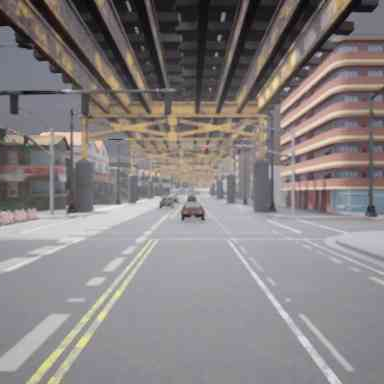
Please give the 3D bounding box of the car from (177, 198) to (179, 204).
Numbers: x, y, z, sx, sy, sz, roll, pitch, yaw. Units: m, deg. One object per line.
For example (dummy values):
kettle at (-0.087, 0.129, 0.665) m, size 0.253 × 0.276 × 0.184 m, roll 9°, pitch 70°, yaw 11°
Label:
car at (-3.543, 1.532, 64.098) m, size 2.033 × 1.411 × 5.357 m, roll 0°, pitch 0°, yaw 0°

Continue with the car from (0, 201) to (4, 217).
car at (-16.822, 1.306, 24.937) m, size 4.536 × 1.218 × 1.853 m, roll 0°, pitch 0°, yaw -20°

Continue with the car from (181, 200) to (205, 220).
car at (0.081, 1.613, 28.087) m, size 1.895 × 1.301 × 4.718 m, roll 0°, pitch 0°, yaw 0°

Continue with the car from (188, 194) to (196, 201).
car at (-0.035, 1.368, 77.700) m, size 1.837 × 1.490 × 4.892 m, roll 0°, pitch 1°, yaw 0°

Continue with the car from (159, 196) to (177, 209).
car at (-3.600, 1.526, 47.106) m, size 1.837 × 1.490 × 4.892 m, roll 0°, pitch 0°, yaw 0°

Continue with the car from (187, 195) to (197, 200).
car at (-0.030, 1.444, 67.285) m, size 1.882 × 1.535 × 5.008 m, roll 0°, pitch 0°, yaw 0°

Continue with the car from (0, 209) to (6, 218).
car at (-16.773, 1.464, 24.955) m, size 4.974 × 1.542 × 2.038 m, roll 0°, pitch 0°, yaw -20°
